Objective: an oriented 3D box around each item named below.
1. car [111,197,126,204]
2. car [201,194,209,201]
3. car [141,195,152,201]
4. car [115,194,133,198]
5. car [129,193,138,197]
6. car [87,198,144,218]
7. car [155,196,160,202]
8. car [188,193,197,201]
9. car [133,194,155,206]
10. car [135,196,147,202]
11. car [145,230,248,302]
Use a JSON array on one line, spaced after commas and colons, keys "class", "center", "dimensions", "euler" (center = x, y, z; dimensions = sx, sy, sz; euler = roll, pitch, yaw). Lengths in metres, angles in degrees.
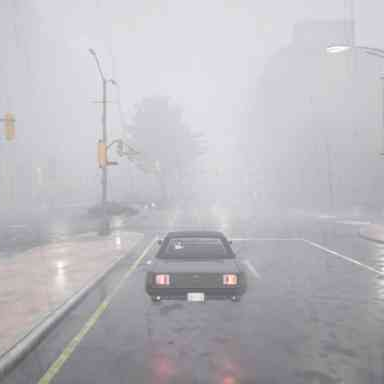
[{"class": "car", "center": [-14.723, 1.595, 66.869], "dimensions": [1.895, 1.301, 4.718], "euler": [0, 0, 0]}, {"class": "car", "center": [3.534, 1.519, 86.892], "dimensions": [2.128, 1.511, 4.902], "euler": [0, 0, 0]}, {"class": "car", "center": [-11.467, 1.525, 84.691], "dimensions": [2.128, 1.511, 4.902], "euler": [0, 0, 0]}, {"class": "car", "center": [-11.566, 1.526, 55.161], "dimensions": [1.812, 1.442, 4.674], "euler": [0, 0, 0]}, {"class": "car", "center": [-11.512, 1.221, 64.573], "dimensions": [2.150, 2.045, 5.566], "euler": [0, 0, 1]}, {"class": "car", "center": [-7.031, 1.525, 29.864], "dimensions": [4.674, 1.442, 1.812], "euler": [0, 0, 0]}, {"class": "car", "center": [-8.003, 1.564, 65.795], "dimensions": [1.994, 1.385, 4.181], "euler": [0, 0, 1]}, {"class": "car", "center": [0.034, 1.218, 86.507], "dimensions": [2.150, 2.045, 5.566], "euler": [0, 0, 0]}, {"class": "car", "center": [-8.066, 1.547, 56.559], "dimensions": [2.033, 1.411, 5.357], "euler": [0, 0, 0]}, {"class": "car", "center": [-11.471, 1.552, 74.457], "dimensions": [1.994, 1.385, 4.181], "euler": [0, 0, 0]}, {"class": "car", "center": [0.078, 1.601, 8.209], "dimensions": [1.895, 1.301, 4.718], "euler": [0, 0, 0]}]
